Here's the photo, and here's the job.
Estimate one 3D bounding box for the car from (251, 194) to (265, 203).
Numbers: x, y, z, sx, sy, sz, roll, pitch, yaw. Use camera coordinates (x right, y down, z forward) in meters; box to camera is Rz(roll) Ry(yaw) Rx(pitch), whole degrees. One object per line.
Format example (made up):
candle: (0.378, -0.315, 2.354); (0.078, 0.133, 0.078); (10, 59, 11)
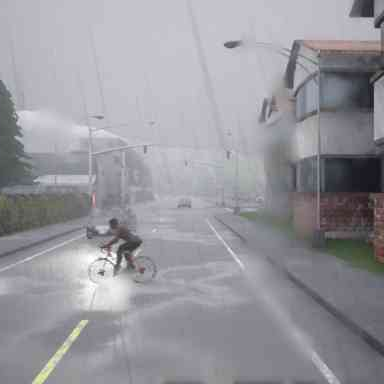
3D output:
car: (13.054, 1.247, 59.436); (3.806, 1.475, 1.970); (0, 0, -2)

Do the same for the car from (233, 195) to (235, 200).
car: (12.254, 1.091, 78.634); (3.866, 1.878, 1.905); (0, 0, -2)

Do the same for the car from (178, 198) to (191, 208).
car: (-1.054, 1.545, 47.140); (2.033, 1.411, 5.357); (0, 0, -1)

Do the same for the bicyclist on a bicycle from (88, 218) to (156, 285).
bicyclist on a bicycle: (-1.709, 1.453, 8.050); (1.656, 1.620, 0.582); (-2, 0, -1)

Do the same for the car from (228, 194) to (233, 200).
car: (11.770, 1.112, 81.528); (4.605, 1.855, 1.932); (0, 0, -2)

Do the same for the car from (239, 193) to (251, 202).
car: (12.571, 1.168, 65.843); (5.027, 1.636, 2.152); (0, 0, -2)

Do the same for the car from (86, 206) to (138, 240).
car: (-3.967, 1.491, 17.070); (2.128, 1.511, 4.902); (0, 0, -1)
